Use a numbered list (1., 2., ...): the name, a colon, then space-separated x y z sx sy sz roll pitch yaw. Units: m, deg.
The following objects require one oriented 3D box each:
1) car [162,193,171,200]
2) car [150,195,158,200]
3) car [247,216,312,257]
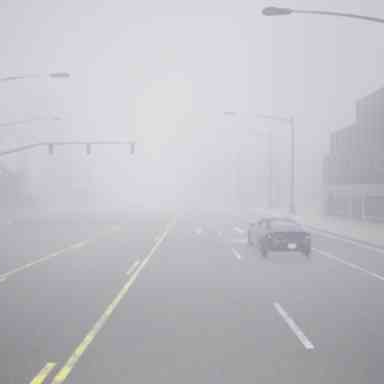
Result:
1. car: -7.016 1.303 93.426 2.150 2.045 5.566 0 0 0
2. car: -10.516 1.603 93.454 2.128 1.511 4.902 0 0 0
3. car: 3.519 1.743 13.928 1.812 1.442 4.674 0 -1 0
